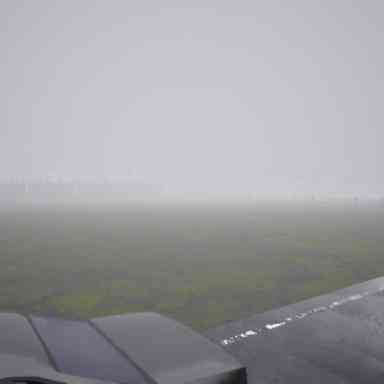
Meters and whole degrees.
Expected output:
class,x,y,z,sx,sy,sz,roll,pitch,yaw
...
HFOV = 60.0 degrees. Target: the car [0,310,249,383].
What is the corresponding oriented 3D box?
class,x,y,z,sx,sy,sz,roll,pitch,yaw
car,-2.009,1.547,1.640,5.357,1.411,2.033,0,0,-35
